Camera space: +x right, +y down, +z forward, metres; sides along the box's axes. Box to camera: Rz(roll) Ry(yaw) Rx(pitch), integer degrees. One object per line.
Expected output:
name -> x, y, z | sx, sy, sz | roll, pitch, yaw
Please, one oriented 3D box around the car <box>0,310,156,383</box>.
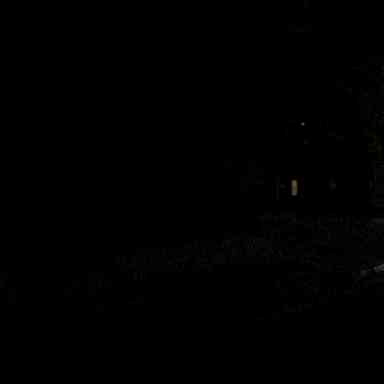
car -> -2.404, 1.512, 1.343 | 4.902, 1.511, 2.128 | -1, 1, -35
